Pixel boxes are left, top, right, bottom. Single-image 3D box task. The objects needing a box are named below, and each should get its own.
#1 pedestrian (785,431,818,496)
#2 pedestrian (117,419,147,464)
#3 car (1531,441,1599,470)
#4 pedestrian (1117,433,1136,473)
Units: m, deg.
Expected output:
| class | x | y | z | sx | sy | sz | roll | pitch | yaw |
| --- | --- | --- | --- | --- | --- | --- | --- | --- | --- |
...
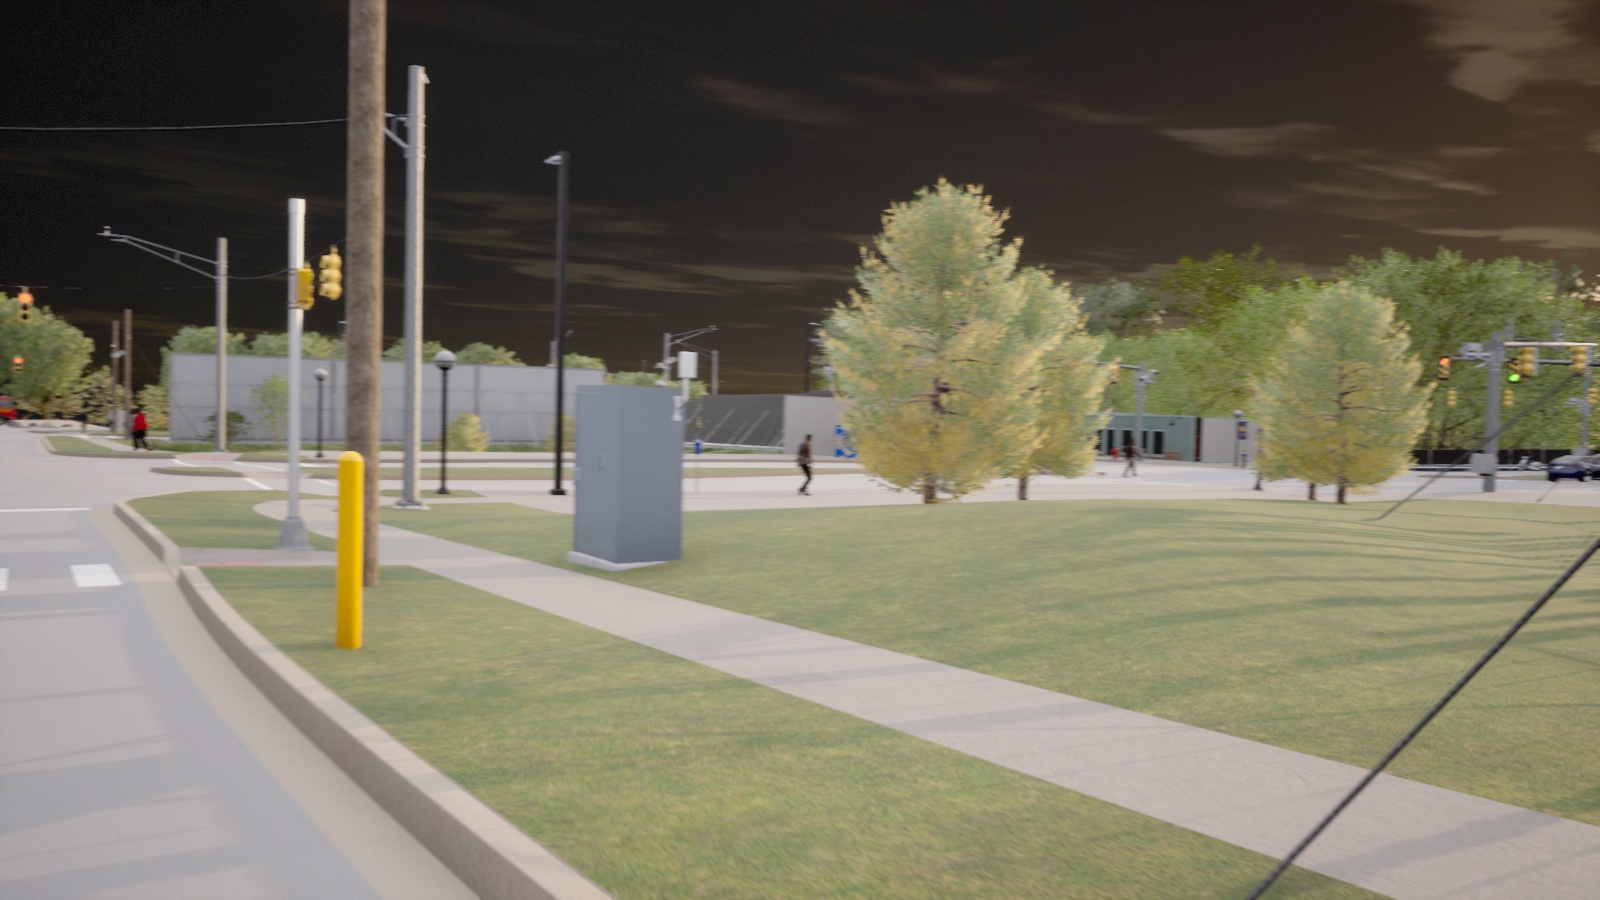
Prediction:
| class | x | y | z | sx | sy | sz | roll | pitch | yaw |
| --- | --- | --- | --- | --- | --- | --- | --- | --- | --- |
| pedestrian | 0.036 | 0.376 | 35.361 | 0.869 | 1.805 | 0.328 | -1 | 3 | -33 |
| pedestrian | -27.842 | -0.378 | 52.319 | 0.899 | 1.844 | 0.634 | 1 | 2 | 14 |
| car | 42.056 | 0.290 | 68.085 | 4.792 | 1.488 | 2.163 | 1 | 0 | -32 |
| pedestrian | 15.275 | 0.113 | 58.791 | 0.431 | 1.840 | 0.703 | -1 | 3 | -37 |
